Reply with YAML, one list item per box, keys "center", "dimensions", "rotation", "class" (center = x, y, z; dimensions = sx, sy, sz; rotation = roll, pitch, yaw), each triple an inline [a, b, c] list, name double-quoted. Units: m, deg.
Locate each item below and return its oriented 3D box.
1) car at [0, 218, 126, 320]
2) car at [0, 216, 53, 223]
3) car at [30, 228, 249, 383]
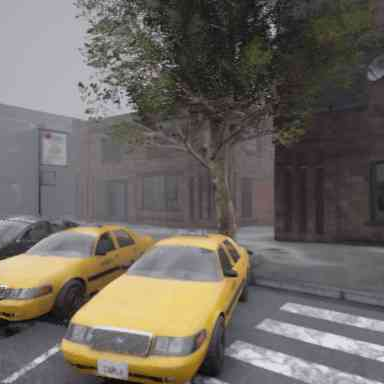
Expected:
- center: [-2.514, 1.481, 7.669]
  dimensions: [1.946, 1.575, 5.366]
  rotation: [1, -1, 16]
  class: "car"
- center: [-4.901, 1.488, 9.599]
  dimensions: [2.231, 1.521, 4.892]
  rotation: [1, -1, 16]
  class: "car"
- center: [-0.071, 1.481, 5.925]
  dimensions: [1.946, 1.575, 5.366]
  rotation: [1, -1, 16]
  class: "car"
